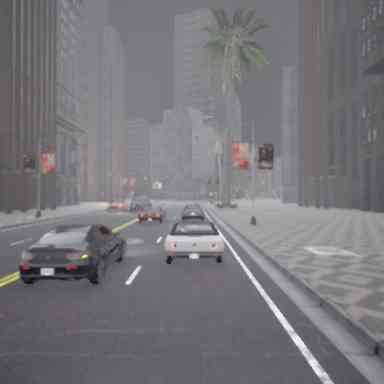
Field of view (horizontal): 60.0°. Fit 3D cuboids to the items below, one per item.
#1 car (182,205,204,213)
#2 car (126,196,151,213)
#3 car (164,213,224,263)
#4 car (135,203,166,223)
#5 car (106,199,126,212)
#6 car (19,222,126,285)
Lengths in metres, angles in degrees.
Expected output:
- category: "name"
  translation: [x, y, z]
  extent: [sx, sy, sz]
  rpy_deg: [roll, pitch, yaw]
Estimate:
- category: "car"
  translation: [0.085, 1.800, 29.576]
  extent: [1.994, 1.385, 4.181]
  rpy_deg: [0, 0, 0]
- category: "car"
  translation: [-6.595, 1.567, 42.739]
  extent: [2.150, 2.045, 5.566]
  rpy_deg: [0, 0, 0]
- category: "car"
  translation: [0.081, 1.699, 12.438]
  extent: [1.895, 1.301, 4.718]
  rpy_deg: [0, 0, 0]
- category: "car"
  translation: [-3.170, 1.819, 27.439]
  extent: [1.895, 1.301, 4.718]
  rpy_deg: [0, 0, 0]
- category: "car"
  translation: [-9.840, 1.709, 43.941]
  extent: [2.097, 1.767, 4.553]
  rpy_deg: [0, 0, 0]
- category: "car"
  translation: [-3.185, 1.602, 9.631]
  extent: [1.812, 1.442, 4.674]
  rpy_deg: [0, 0, 0]
